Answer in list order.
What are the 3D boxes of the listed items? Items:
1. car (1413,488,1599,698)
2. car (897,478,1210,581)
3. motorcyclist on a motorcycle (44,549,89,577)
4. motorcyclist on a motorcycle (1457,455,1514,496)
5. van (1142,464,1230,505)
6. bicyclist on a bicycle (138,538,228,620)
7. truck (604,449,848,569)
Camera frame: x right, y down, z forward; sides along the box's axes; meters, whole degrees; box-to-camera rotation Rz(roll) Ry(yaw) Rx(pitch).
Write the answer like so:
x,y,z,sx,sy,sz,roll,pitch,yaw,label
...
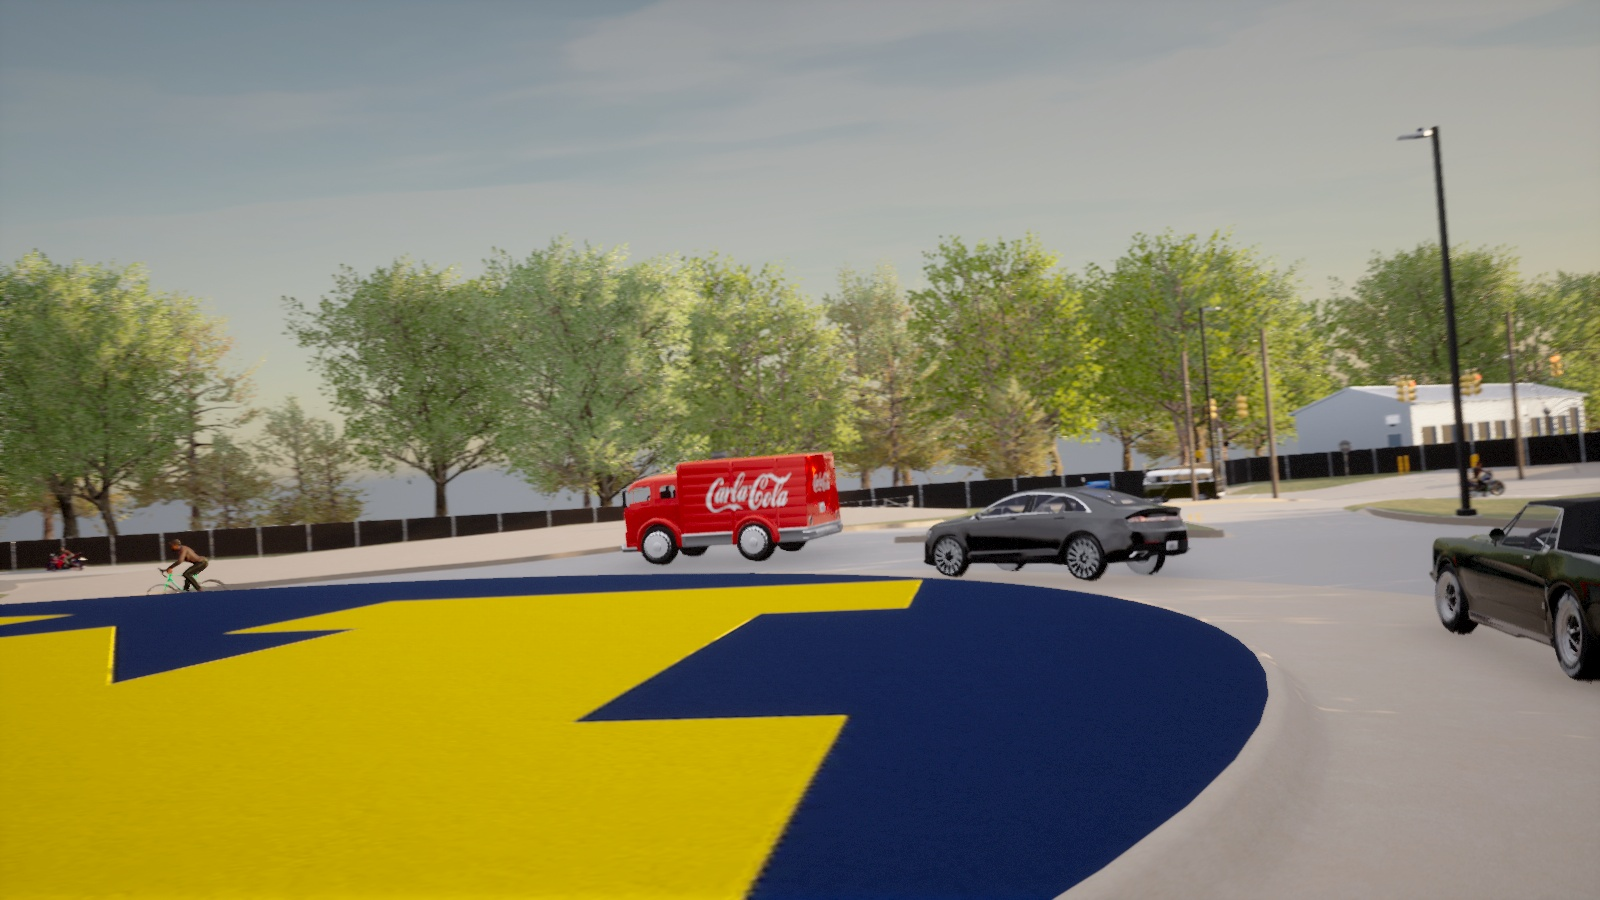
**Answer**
x,y,z,sx,sy,sz,roll,pitch,yaw,label
6.474,0.978,9.869,1.895,1.301,4.718,0,-1,12,car
4.180,1.346,21.428,2.128,1.511,4.902,0,-3,-41,car
-45.841,7.083,78.482,2.191,1.530,0.866,-3,0,-3,motorcyclist on a motorcycle
30.060,1.122,55.093,2.350,1.649,0.766,-4,0,-21,motorcyclist on a motorcycle
22.559,2.021,73.461,4.480,2.038,2.069,-5,0,27,van
-13.456,2.812,27.426,1.656,1.620,0.582,-3,-6,-26,bicyclist on a bicycle
-1.810,1.453,31.056,5.204,2.467,2.627,-5,0,21,truck
